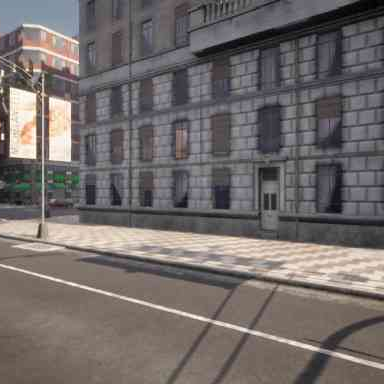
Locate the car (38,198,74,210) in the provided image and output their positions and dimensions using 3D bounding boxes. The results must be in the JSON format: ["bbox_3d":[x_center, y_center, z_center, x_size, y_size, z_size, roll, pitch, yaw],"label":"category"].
[{"bbox_3d":[-18.094,1.526,44.427,1.812,1.442,4.674,0,0,36],"label":"car"}]
